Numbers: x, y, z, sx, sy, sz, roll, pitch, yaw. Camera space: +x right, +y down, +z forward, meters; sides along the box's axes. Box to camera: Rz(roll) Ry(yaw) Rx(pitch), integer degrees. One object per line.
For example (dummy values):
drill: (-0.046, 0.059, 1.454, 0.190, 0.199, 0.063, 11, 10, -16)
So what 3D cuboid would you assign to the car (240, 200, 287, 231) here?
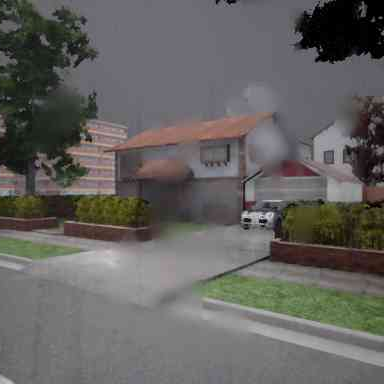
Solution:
car: (4.101, 1.168, 17.378, 1.970, 1.475, 3.806, 0, 0, 36)
